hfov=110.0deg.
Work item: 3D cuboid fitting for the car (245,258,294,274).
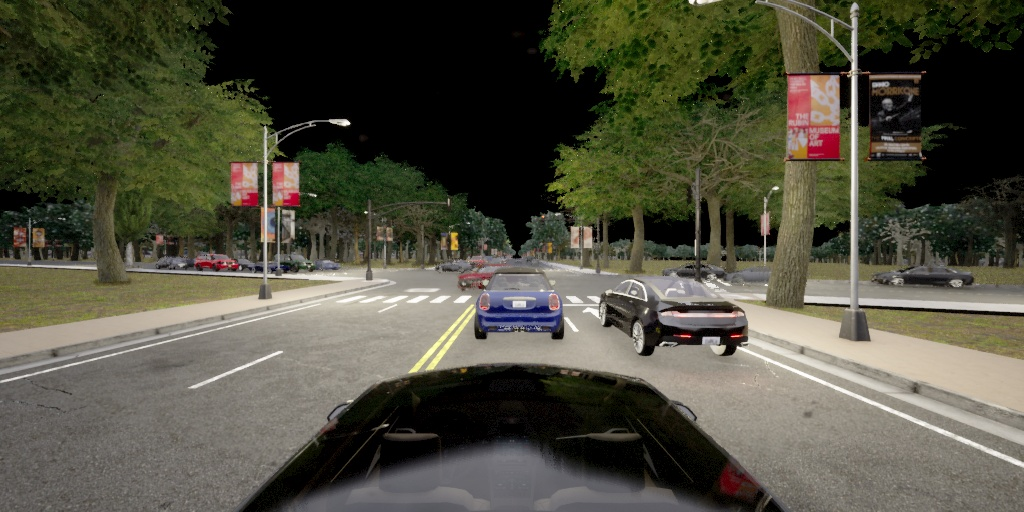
[{"bbox_3d":[-26.025,1.225,38.478,4.718,1.301,1.895,0,0,27],"label":"car"}]

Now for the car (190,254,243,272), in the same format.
[{"bbox_3d":[-35.091,0.796,42.535,5.566,2.045,2.150,0,0,24],"label":"car"}]

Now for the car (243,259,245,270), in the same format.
[{"bbox_3d":[-34.693,1.074,45.925,4.892,1.490,1.837,0,0,24],"label":"car"}]

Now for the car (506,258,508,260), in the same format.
[{"bbox_3d":[-2.194,1.359,64.907,1.895,1.301,4.718,0,0,1],"label":"car"}]

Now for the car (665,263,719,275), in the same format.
[{"bbox_3d":[15.533,1.344,30.820,4.892,1.490,1.837,1,0,24],"label":"car"}]

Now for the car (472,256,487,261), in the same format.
[{"bbox_3d":[-5.616,0.978,57.984,2.150,2.045,5.566,0,0,1],"label":"car"}]

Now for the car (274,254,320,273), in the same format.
[{"bbox_3d":[-25.532,0.840,41.835,5.566,2.045,2.150,0,0,24],"label":"car"}]

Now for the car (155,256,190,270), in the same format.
[{"bbox_3d":[-44.284,1.020,46.655,4.902,1.511,2.128,0,0,24],"label":"car"}]

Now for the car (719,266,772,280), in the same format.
[{"bbox_3d":[17.871,1.426,26.217,4.181,1.385,1.994,0,0,24],"label":"car"}]

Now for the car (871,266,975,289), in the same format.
[{"bbox_3d":[28.462,1.422,25.050,4.892,1.490,1.837,0,0,24],"label":"car"}]

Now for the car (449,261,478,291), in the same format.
[{"bbox_3d":[-1.095,1.226,21.095,1.882,1.535,5.008,-1,-1,36],"label":"car"}]

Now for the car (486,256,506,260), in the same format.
[{"bbox_3d":[-2.387,1.108,55.916,2.097,1.767,4.553,0,0,1],"label":"car"}]

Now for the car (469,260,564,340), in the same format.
[{"bbox_3d":[0.194,1.102,10.170,2.097,1.767,4.553,0,0,1],"label":"car"}]

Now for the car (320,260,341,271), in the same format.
[{"bbox_3d":[-23.908,1.167,44.859,5.357,1.411,2.033,0,0,24],"label":"car"}]

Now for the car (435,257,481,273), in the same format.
[{"bbox_3d":[-6.414,1.207,40.612,4.902,1.511,2.128,0,0,24],"label":"car"}]

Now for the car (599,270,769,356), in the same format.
[{"bbox_3d":[3.430,1.242,8.582,2.128,1.511,4.902,0,0,0],"label":"car"}]
